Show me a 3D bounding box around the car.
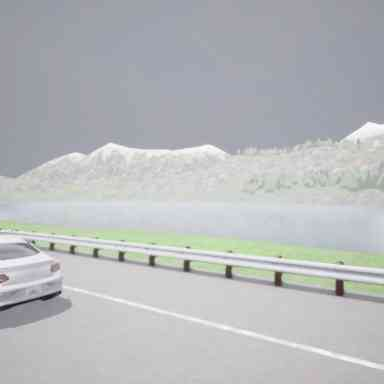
[{"bbox_3d":[-4.733,1.646,7.362,4.674,1.442,1.812,-1,0,36],"label":"car"}]
